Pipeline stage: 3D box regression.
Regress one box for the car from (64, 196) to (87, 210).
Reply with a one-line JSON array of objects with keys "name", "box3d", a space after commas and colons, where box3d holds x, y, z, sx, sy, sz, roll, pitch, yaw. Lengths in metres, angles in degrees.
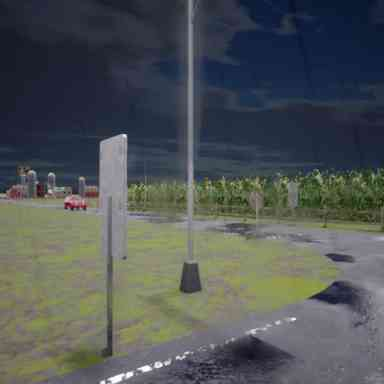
[{"name": "car", "box3d": [-17.847, 1.676, 50.693, 2.150, 2.045, 5.566, 0, -1, -34]}]
